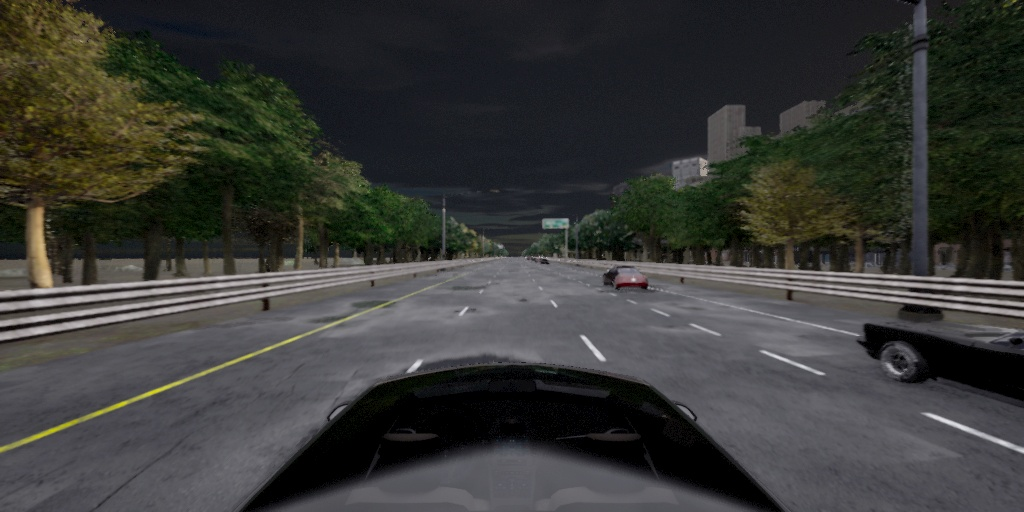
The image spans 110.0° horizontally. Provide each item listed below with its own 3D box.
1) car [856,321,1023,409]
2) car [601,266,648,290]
[{"bbox_3d":[7.000,1.354,4.139,1.895,1.301,4.718,0,0,0],"label":"car"},{"bbox_3d":[7.026,1.330,22.719,1.994,1.385,4.181,0,0,0],"label":"car"}]
